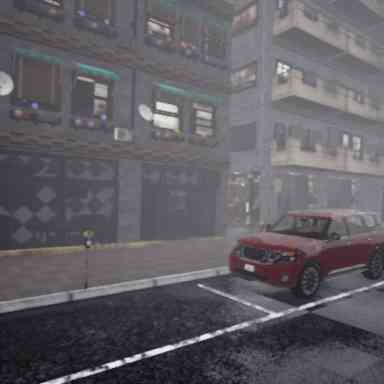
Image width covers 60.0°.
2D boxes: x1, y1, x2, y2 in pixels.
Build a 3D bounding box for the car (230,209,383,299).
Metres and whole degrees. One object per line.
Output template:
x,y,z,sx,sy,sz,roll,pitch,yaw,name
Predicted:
3.347,1.414,8.922,5.009,1.841,2.192,1,1,-35,car
